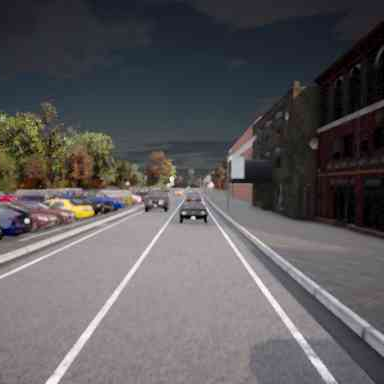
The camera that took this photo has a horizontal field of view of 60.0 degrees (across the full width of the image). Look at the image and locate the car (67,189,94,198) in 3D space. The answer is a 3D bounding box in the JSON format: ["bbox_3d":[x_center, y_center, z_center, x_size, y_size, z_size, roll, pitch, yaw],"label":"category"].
[{"bbox_3d":[-21.735,0.298,65.111,4.553,1.767,2.185,0,1,0],"label":"car"}]

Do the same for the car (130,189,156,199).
[{"bbox_3d":[-9.182,0.368,62.411,4.553,1.767,2.185,0,1,0],"label":"car"}]

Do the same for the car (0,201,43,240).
[{"bbox_3d":[-9.440,1.290,14.363,4.792,1.488,2.163,0,0,0],"label":"car"}]

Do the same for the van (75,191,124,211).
[{"bbox_3d":[-9.420,0.872,34.141,4.442,1.987,1.878,0,0,0],"label":"van"}]

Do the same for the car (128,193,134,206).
[{"bbox_3d":[-9.291,1.115,36.968,4.674,1.452,2.002,0,0,0],"label":"car"}]

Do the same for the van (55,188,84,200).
[{"bbox_3d":[-21.850,0.340,59.590,4.442,1.987,1.878,0,1,0],"label":"van"}]

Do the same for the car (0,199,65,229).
[{"bbox_3d":[-9.398,1.277,17.190,4.674,1.452,2.002,0,0,0],"label":"car"}]

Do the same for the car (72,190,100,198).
[{"bbox_3d":[-21.684,0.350,67.936,5.008,1.535,2.097,0,1,0],"label":"car"}]

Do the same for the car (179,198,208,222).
[{"bbox_3d":[0.097,1.357,23.679,1.895,1.301,4.718,0,1,0],"label":"car"}]

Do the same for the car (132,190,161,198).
[{"bbox_3d":[-8.950,0.418,65.237,5.366,1.575,1.946,0,1,0],"label":"car"}]

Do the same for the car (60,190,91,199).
[{"bbox_3d":[-21.725,0.496,62.291,5.008,1.535,2.097,0,1,0],"label":"car"}]

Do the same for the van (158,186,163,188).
[{"bbox_3d":[-9.206,-0.024,73.707,4.442,1.987,1.878,0,1,0],"label":"van"}]

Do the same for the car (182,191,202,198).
[{"bbox_3d":[0.156,0.862,41.081,2.097,1.767,4.553,0,1,0],"label":"car"}]

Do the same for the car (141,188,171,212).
[{"bbox_3d":[-3.327,0.861,32.999,2.150,2.045,5.566,0,1,0],"label":"car"}]

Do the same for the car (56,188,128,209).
[{"bbox_3d":[-9.291,0.870,31.315,5.566,2.045,2.435,0,0,0],"label":"car"}]

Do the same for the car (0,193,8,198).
[{"bbox_3d":[-21.851,1.127,34.041,4.792,1.488,2.163,0,0,0],"label":"car"}]

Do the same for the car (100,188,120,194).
[{"bbox_3d":[-21.592,-0.166,87.819,4.892,1.521,2.231,0,2,0],"label":"car"}]

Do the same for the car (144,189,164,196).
[{"bbox_3d":[-9.061,0.095,79.363,4.674,1.452,2.002,0,1,0],"label":"car"}]

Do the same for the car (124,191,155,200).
[{"bbox_3d":[-9.351,0.563,59.590,5.366,1.575,1.946,0,1,0],"label":"car"}]

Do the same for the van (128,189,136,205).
[{"bbox_3d":[-9.390,0.823,39.672,4.442,1.987,1.878,0,1,0],"label":"van"}]

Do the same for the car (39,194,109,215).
[{"bbox_3d":[-9.344,1.168,25.666,5.008,1.535,2.097,0,0,0],"label":"car"}]

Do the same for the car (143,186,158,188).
[{"bbox_3d":[-9.209,0.388,56.758,5.566,2.045,2.435,0,1,0],"label":"car"}]

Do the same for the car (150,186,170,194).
[{"bbox_3d":[-8.954,-0.571,93.479,5.566,2.045,2.435,0,2,0],"label":"car"}]

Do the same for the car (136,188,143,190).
[{"bbox_3d":[-9.243,0.660,51.112,4.553,1.767,2.185,0,1,0],"label":"car"}]

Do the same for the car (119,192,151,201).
[{"bbox_3d":[-9.199,0.753,53.941,4.674,1.452,2.002,0,1,0],"label":"car"}]

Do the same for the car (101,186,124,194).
[{"bbox_3d":[-21.543,-0.490,90.511,5.566,2.045,2.435,0,2,0],"label":"car"}]

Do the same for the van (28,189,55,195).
[{"bbox_3d":[-21.696,0.705,45.472,4.442,1.987,1.878,0,1,0],"label":"van"}]

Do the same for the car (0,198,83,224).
[{"bbox_3d":[-9.382,1.254,20.015,4.674,1.452,2.002,0,0,0],"label":"car"}]

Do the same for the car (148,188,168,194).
[{"bbox_3d":[-9.007,-0.166,87.836,5.008,1.535,2.097,0,2,0],"label":"car"}]

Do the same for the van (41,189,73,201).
[{"bbox_3d":[-21.884,0.486,53.942,4.442,1.987,1.878,0,2,0],"label":"van"}]

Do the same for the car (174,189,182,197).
[{"bbox_3d":[-2.923,0.167,73.670,1.882,1.535,5.008,0,1,1],"label":"car"}]

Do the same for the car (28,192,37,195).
[{"bbox_3d":[-21.843,1.047,39.699,5.008,1.535,2.097,0,0,0],"label":"car"}]

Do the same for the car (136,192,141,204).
[{"bbox_3d":[-9.260,1.040,42.633,4.674,1.452,2.002,0,1,0],"label":"car"}]

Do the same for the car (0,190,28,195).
[{"bbox_3d":[-21.837,0.823,36.862,5.566,2.045,2.435,0,0,0],"label":"car"}]

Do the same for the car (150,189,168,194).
[{"bbox_3d":[-8.995,-0.203,90.663,4.674,1.452,2.002,0,2,0],"label":"car"}]

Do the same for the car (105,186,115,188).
[{"bbox_3d":[-21.622,0.055,79.351,5.008,1.535,2.097,0,1,0],"label":"car"}]

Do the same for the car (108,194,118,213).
[{"bbox_3d":[-9.339,1.144,28.491,5.008,1.535,2.097,0,0,0],"label":"car"}]

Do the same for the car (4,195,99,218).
[{"bbox_3d":[-9.550,1.188,22.841,5.366,1.575,1.946,0,0,0],"label":"car"}]
